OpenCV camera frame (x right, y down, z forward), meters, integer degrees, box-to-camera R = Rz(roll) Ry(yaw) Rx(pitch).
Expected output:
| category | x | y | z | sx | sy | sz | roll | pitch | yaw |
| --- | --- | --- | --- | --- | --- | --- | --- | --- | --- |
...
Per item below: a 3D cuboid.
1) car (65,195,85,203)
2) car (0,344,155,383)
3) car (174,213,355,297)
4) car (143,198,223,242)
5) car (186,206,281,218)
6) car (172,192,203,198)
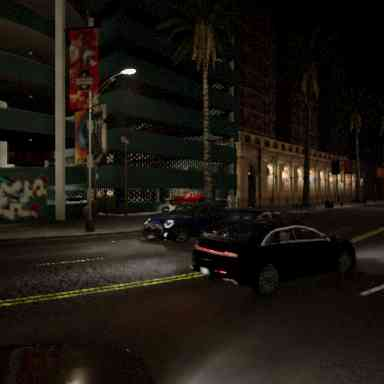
| category | x | y | z | sx | sy | sz | roll | pitch | yaw |
| --- | --- | --- | --- | --- | --- | --- | --- | --- | --- |
| car | -23.711 | 1.361 | 66.002 | 2.161 | 1.482 | 4.786 | 0 | 0 | 41 |
| car | -2.611 | 1.546 | 1.512 | 5.357 | 1.411 | 2.033 | 0 | 0 | -25 |
| car | 2.258 | 1.486 | 8.567 | 4.902 | 1.511 | 2.128 | 0 | 0 | -35 |
| car | -0.082 | 1.340 | 15.837 | 4.553 | 1.767 | 2.097 | 0 | 0 | -41 |
| car | 2.414 | 1.482 | 13.361 | 4.902 | 1.511 | 2.128 | 0 | 0 | -41 |
| car | -0.652 | 0.994 | 46.651 | 2.435 | 2.045 | 5.566 | 0 | 0 | 41 |
